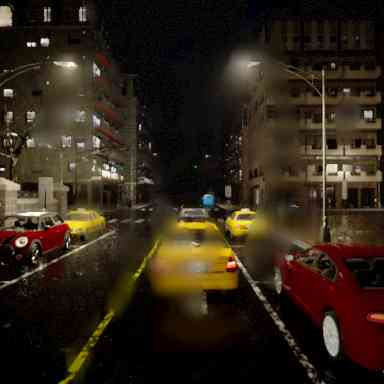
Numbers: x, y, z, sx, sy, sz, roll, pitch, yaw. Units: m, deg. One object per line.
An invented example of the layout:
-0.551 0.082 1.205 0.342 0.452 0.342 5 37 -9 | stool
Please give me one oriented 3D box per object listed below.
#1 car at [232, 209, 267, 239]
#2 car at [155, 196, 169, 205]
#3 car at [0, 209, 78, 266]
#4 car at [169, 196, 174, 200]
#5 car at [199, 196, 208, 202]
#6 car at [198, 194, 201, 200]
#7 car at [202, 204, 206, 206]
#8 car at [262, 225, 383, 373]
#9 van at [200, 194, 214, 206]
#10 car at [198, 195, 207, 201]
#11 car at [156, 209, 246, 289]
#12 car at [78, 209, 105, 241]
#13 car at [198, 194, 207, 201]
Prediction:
2.694 1.547 17.137 1.752 1.417 4.829 1 0 0 | car
-5.696 1.625 60.686 1.802 1.307 4.206 1 0 0 | car
-5.684 1.455 11.368 1.967 1.590 4.097 1 0 0 | car
-5.702 1.617 89.041 1.802 1.307 4.206 1 0 0 | car
2.681 1.592 77.643 2.008 1.369 4.403 1 0 0 | car
2.683 1.609 66.302 1.947 1.339 4.313 1 0 0 | car
0.105 1.625 19.619 1.895 1.301 4.718 0 0 0 | car
2.696 1.553 5.733 1.887 1.381 4.507 1 0 0 | car
2.689 1.384 54.959 1.690 1.788 3.998 1 0 0 | van
2.680 1.589 83.314 2.008 1.369 4.403 1 0 0 | car
0.097 1.469 9.106 1.801 1.575 5.366 0 0 0 | car
-5.686 1.547 16.812 1.752 1.417 4.829 1 0 0 | car
2.682 1.350 88.985 2.192 1.841 5.009 1 0 0 | car
